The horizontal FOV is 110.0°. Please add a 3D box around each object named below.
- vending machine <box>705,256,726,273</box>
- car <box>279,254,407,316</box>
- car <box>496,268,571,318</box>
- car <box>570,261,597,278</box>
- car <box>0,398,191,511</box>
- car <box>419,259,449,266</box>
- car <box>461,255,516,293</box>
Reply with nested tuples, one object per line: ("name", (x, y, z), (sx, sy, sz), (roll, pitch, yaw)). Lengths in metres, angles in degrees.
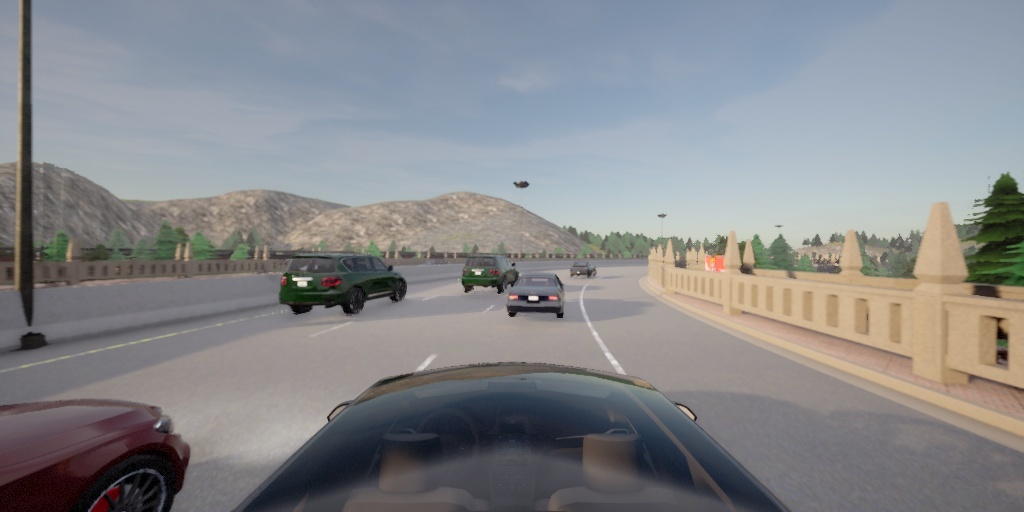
("vending machine", (9.372, 0.985, 16.269), (1.100, 2.100, 0.880), (0, 0, 11))
("car", (-5.970, 0.937, 13.463), (2.150, 2.045, 5.566), (0, 0, 7))
("car", (1.001, 1.297, 13.109), (2.033, 1.411, 5.357), (0, 0, 8))
("car", (6.809, 1.260, 34.023), (2.128, 1.511, 4.902), (0, 0, 22))
("car", (-3.310, 1.260, 0.700), (1.812, 1.442, 4.674), (0, 0, 0))
("car", (-10.339, 1.171, 47.596), (2.128, 1.511, 4.902), (0, 0, 25))
("car", (-1.133, 0.957, 20.634), (2.150, 2.045, 5.566), (0, 0, 12))
